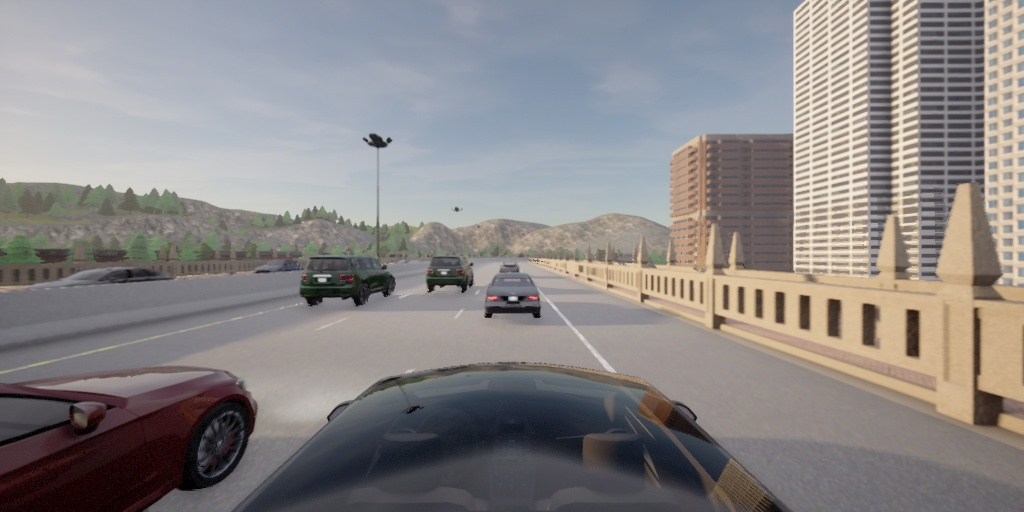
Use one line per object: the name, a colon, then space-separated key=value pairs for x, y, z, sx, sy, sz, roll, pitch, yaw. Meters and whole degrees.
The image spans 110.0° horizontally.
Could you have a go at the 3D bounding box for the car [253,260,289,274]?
car: x=-21.343 y=1.127 z=32.878 sx=2.097 sy=1.767 sz=4.553 roll=0 pitch=0 yaw=0

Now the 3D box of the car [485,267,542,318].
car: x=0.013 y=1.301 z=13.036 sx=2.033 sy=1.411 sz=5.357 roll=0 pitch=0 yaw=-1

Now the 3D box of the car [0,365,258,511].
car: x=-3.439 y=1.278 z=1.607 sx=1.812 sy=1.442 sz=4.674 roll=0 pitch=0 yaw=0

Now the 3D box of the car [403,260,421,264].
car: x=-14.470 y=1.304 z=53.982 sx=1.812 sy=1.442 sz=4.674 roll=0 pitch=0 yaw=0

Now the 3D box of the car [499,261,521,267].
car: x=-0.184 y=1.251 z=34.469 sx=2.128 sy=1.511 sz=4.902 roll=0 pitch=0 yaw=-1

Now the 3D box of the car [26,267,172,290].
car: x=-17.707 y=1.274 z=15.712 sx=1.837 sy=1.490 sz=4.892 roll=0 pitch=0 yaw=0

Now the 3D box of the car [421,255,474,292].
car: x=-3.564 y=0.980 z=21.380 sx=2.150 sy=2.045 sz=5.566 roll=0 pitch=0 yaw=-1

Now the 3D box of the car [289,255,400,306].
car: x=-7.014 y=0.981 z=15.898 sx=2.150 sy=2.045 sz=5.566 roll=0 pitch=0 yaw=-1

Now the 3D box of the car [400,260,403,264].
car: x=-18.015 y=1.345 z=59.354 sx=1.812 sy=1.442 sz=4.674 roll=0 pitch=0 yaw=-1
